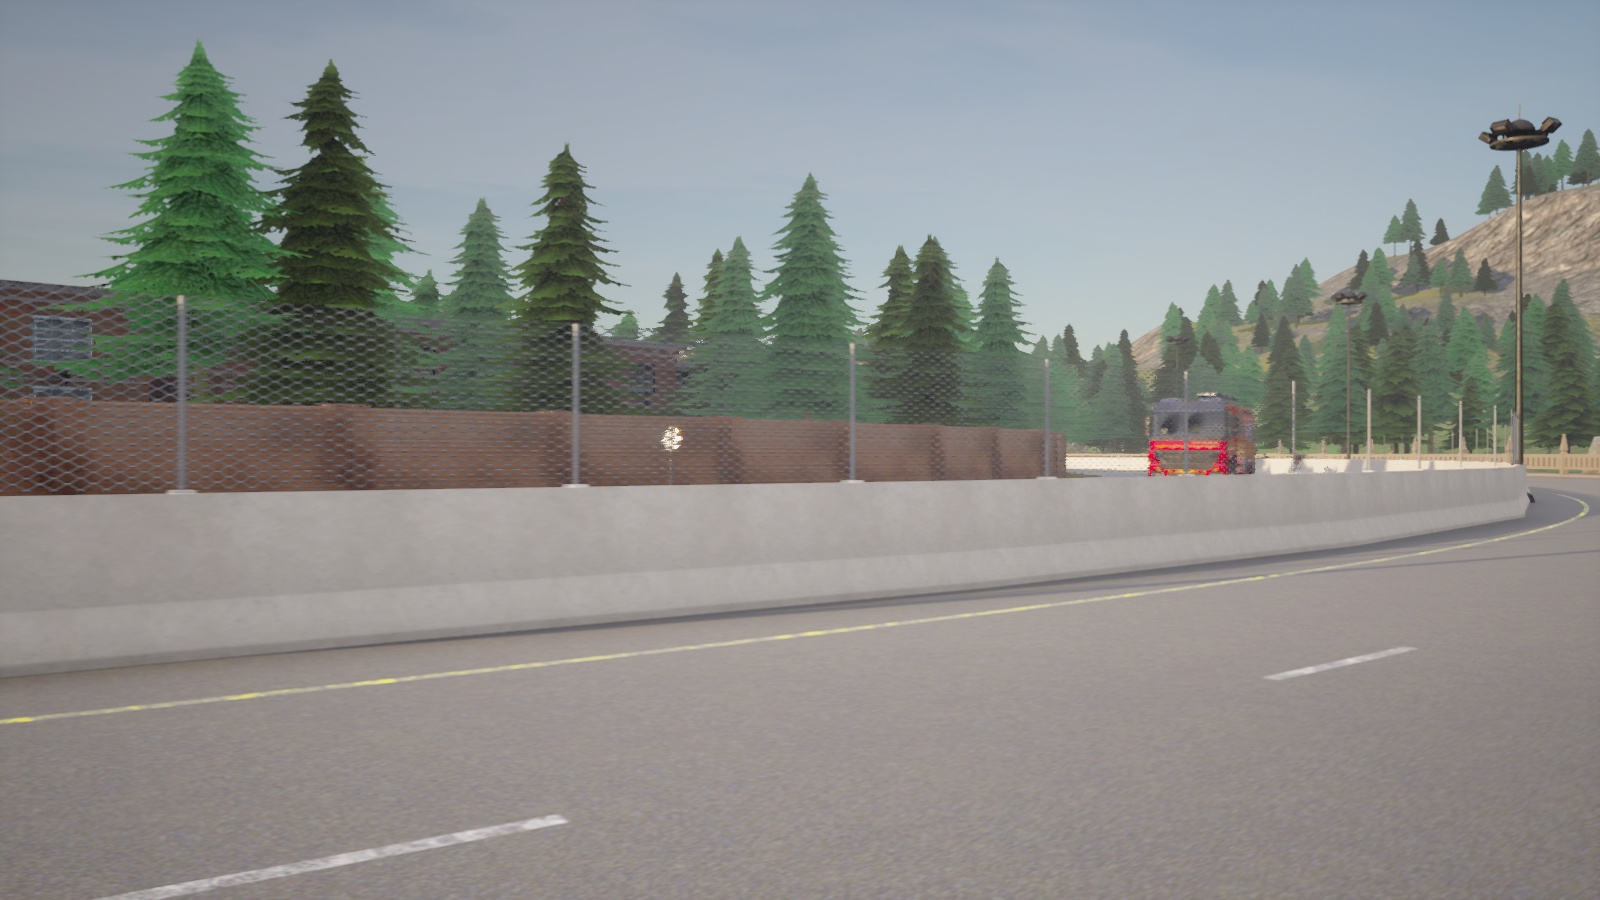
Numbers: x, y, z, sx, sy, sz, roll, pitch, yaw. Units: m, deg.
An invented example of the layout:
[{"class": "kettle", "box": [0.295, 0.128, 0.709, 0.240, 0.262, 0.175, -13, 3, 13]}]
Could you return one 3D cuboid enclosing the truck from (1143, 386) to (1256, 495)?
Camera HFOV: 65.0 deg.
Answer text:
[{"class": "truck", "box": [15.587, -0.316, 48.511, 2.891, 3.827, 8.468, 0, 0, 27]}]
